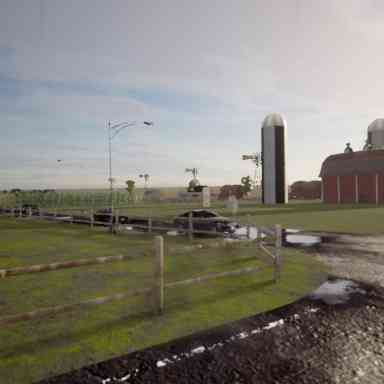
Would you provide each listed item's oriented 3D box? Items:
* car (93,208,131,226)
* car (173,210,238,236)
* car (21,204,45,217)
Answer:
[{"bbox_3d":[-7.156,2.142,29.125,1.994,1.385,4.181,-1,0,-43],"label":"car"},{"bbox_3d":[0.742,1.873,21.055,4.674,1.442,1.812,-2,0,45],"label":"car"},{"bbox_3d":[-21.603,2.378,44.976,2.097,1.767,4.553,-1,0,-41],"label":"car"}]
